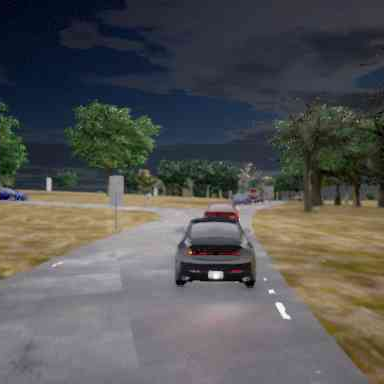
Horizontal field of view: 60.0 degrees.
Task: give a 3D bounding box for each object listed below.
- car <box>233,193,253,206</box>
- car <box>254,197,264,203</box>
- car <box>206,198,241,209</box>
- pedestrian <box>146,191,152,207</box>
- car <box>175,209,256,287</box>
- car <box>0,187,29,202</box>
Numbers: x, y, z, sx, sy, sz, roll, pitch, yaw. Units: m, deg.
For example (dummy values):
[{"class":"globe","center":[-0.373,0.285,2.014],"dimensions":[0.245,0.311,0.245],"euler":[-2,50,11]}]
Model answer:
[{"class":"car","center":[8.221,1.205,55.064],"dimensions":[2.150,2.045,5.566],"euler":[0,-1,21]},{"class":"car","center":[13.911,1.665,69.783],"dimensions":[2.033,1.411,5.357],"euler":[0,-1,20]},{"class":"car","center":[1.782,1.344,19.638],"dimensions":[1.882,1.535,5.008],"euler":[0,0,9]},{"class":"pedestrian","center":[-5.208,0.823,40.286],"dimensions":[0.375,1.860,0.375],"euler":[0,-4,11]},{"class":"car","center":[0.604,1.440,9.184],"dimensions":[1.837,1.490,4.892],"euler":[0,0,3]},{"class":"car","center":[-20.618,0.286,36.913],"dimensions":[5.008,1.535,1.882],"euler":[3,0,11]}]
